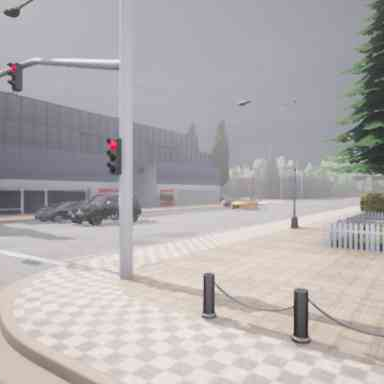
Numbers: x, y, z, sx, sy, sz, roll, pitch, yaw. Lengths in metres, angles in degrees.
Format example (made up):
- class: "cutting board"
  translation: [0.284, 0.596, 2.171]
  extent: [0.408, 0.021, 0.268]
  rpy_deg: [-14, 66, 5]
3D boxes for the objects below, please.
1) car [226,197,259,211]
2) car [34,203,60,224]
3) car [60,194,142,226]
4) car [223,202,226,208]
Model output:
- class: "car"
  translation: [6.575, 1.441, 40.991]
  extent: [1.882, 1.535, 5.008]
  rpy_deg: [0, 0, 36]
- class: "car"
  translation: [-9.253, 1.460, 24.968]
  extent: [1.837, 1.490, 4.892]
  rpy_deg: [0, 0, 36]
- class: "car"
  translation: [-5.997, 1.182, 23.505]
  extent: [2.150, 2.045, 5.566]
  rpy_deg: [0, 0, 36]
- class: "car"
  translation: [6.359, 1.504, 46.648]
  extent: [2.033, 1.411, 5.357]
  rpy_deg: [0, 0, 36]
